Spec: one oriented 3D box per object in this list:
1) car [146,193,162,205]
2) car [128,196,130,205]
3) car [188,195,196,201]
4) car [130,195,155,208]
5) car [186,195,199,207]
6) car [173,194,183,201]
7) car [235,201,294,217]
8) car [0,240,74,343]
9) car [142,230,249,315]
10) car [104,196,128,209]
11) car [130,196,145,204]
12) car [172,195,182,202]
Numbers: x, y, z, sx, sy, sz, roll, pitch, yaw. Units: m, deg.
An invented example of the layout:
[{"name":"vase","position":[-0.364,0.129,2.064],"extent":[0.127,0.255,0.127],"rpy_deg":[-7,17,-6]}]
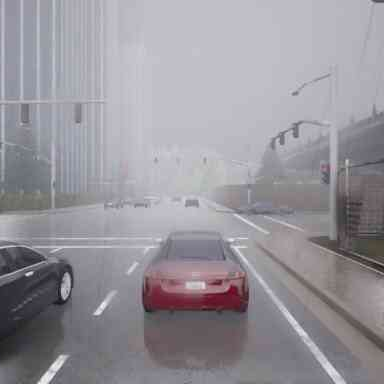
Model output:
[{"name":"car","position":[-7.084,1.219,58.163],"extent":[2.150,2.045,5.566],"rpy_deg":[0,0,1]},{"name":"car","position":[-10.593,1.502,54.592],"extent":[1.837,1.490,4.892],"rpy_deg":[0,0,0]},{"name":"car","position":[-0.014,1.520,83.687],"extent":[1.812,1.442,4.674],"rpy_deg":[0,0,0]},{"name":"car","position":[-7.096,1.545,47.973],"extent":[2.033,1.411,5.357],"rpy_deg":[0,0,0]},{"name":"car","position":[0.043,1.475,51.671],"extent":[1.882,1.535,5.008],"rpy_deg":[0,0,1]},{"name":"car","position":[-3.514,1.382,84.688],"extent":[2.128,1.511,4.902],"rpy_deg":[0,0,0]},{"name":"car","position":[6.892,1.596,31.788],"extent":[5.357,1.411,2.033],"rpy_deg":[0,0,0]},{"name":"car","position":[-3.443,1.505,5.217],"extent":[1.837,1.490,4.892],"rpy_deg":[0,0,0]},{"name":"car","position":[0.070,1.564,7.673],"extent":[1.994,1.385,4.181],"rpy_deg":[0,0,0]},{"name":"car","position":[-10.600,1.489,45.348],"extent":[2.128,1.511,4.902],"rpy_deg":[0,0,0]},{"name":"car","position":[-10.543,1.544,64.908],"extent":[2.033,1.411,5.357],"rpy_deg":[0,0,1]},{"name":"car","position":[-3.512,1.492,74.264],"extent":[1.837,1.490,4.892],"rpy_deg":[0,0,0]}]
